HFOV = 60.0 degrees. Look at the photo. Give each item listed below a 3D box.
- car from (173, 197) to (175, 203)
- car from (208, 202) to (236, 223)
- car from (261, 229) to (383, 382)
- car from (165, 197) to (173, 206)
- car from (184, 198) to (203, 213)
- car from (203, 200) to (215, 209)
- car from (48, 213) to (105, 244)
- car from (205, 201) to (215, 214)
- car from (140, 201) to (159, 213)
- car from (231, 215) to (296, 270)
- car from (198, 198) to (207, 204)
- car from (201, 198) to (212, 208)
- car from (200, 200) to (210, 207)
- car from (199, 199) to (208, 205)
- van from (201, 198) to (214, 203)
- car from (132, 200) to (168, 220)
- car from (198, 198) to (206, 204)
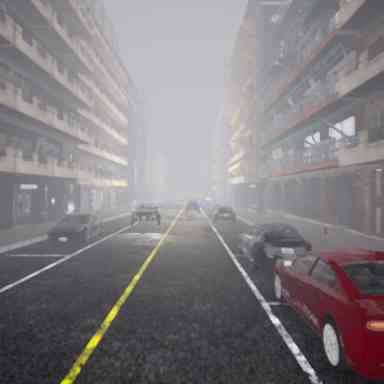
[{"bbox_3d":[-5.728,2.329,79.216,1.947,1.339,4.313,-1,-1,0],"label":"car"},{"bbox_3d":[2.670,1.852,28.292,1.947,1.339,4.313,-1,-1,0],"label":"car"},{"bbox_3d":[2.642,1.604,5.637,1.887,1.381,4.507,-1,-1,0],"label":"car"},{"bbox_3d":[-5.727,2.236,73.380,1.752,1.417,4.829,-1,-1,0],"label":"car"},{"bbox_3d":[0.085,1.943,43.789,1.837,1.490,4.892,0,0,0],"label":"car"},{"bbox_3d":[2.665,1.980,39.621,1.802,1.307,4.206,-1,-1,0],"label":"car"},{"bbox_3d":[-5.708,1.739,16.904,1.947,1.339,4.313,-1,-1,0],"label":"car"},{"bbox_3d":[2.666,1.893,33.958,2.008,1.369,4.403,-1,-1,0],"label":"car"},{"bbox_3d":[-5.718,2.003,45.227,2.008,1.369,4.403,-1,-1,0],"label":"car"},{"bbox_3d":[2.646,1.682,11.300,1.947,1.339,4.313,-1,-1,0],"label":"car"},{"bbox_3d":[2.650,2.358,84.937,1.887,1.381,4.507,-1,0,0],"label":"car"},{"bbox_3d":[2.655,2.050,62.281,1.967,1.590,4.097,-1,-1,0],"label":"car"},{"bbox_3d":[2.656,2.243,67.943,1.802,1.307,4.206,-1,-1,0],"label":"car"},{"bbox_3d":[2.652,2.308,79.273,1.887,1.381,4.507,-1,-1,0],"label":"car"},{"bbox_3d":[2.657,1.847,50.952,1.690,1.788,3.998,-1,-1,0],"label":"van"},{"bbox_3d":[-3.008,1.439,22.866,1.994,1.385,4.181,0,-1,0],"label":"car"},{"bbox_3d":[2.648,2.408,90.602,1.887,1.381,4.507,-1,0,0],"label":"car"}]
